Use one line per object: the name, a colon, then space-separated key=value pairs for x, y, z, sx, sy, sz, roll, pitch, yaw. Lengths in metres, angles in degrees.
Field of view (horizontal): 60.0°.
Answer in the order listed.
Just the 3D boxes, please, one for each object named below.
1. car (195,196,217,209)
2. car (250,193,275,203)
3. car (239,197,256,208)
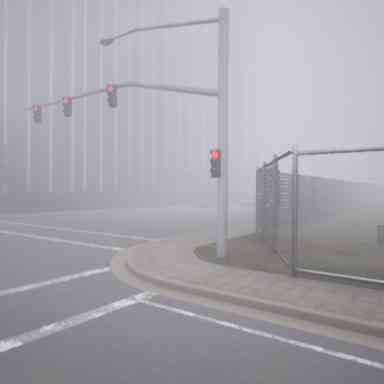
car: x=2.307 y=1.283 z=41.698 sx=1.837 sy=1.490 sz=4.892 roll=1 pitch=0 yaw=36
car: x=11.625 y=0.959 z=54.561 sx=2.128 sy=1.511 sz=4.902 roll=1 pitch=0 yaw=36
car: x=8.099 y=1.352 z=43.765 sx=2.033 sy=1.411 sz=5.357 roll=1 pitch=0 yaw=36
